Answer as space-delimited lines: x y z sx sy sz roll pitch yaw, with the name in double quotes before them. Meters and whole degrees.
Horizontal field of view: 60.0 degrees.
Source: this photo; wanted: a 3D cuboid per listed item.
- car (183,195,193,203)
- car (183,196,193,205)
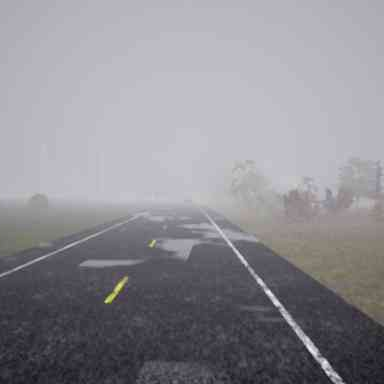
"car" -0.961 1.691 77.277 2.097 1.767 4.553 0 0 -1
"car" -0.726 1.919 67.263 2.128 1.511 4.902 0 0 -1
